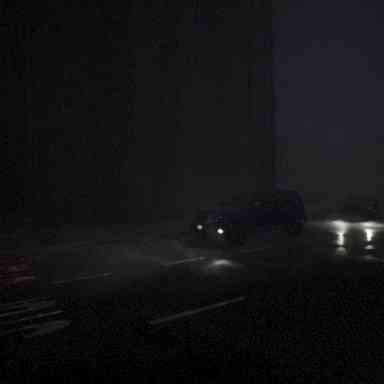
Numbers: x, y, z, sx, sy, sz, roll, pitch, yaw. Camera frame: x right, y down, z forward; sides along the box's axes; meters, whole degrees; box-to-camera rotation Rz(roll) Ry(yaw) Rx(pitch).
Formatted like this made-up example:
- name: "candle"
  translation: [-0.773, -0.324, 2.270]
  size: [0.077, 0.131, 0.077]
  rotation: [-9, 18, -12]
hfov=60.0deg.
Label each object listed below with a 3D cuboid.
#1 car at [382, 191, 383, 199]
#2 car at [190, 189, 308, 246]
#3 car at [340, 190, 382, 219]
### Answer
- name: "car"
  translation: [22.881, 0.371, 42.170]
  size: [1.994, 1.385, 4.181]
  rotation: [-1, 1, -9]
- name: "car"
  translation: [2.561, 0.926, 14.170]
  size: [5.566, 2.045, 2.150]
  rotation: [-1, 1, -35]
- name: "car"
  translation: [11.291, 0.863, 22.325]
  size: [1.882, 1.535, 5.008]
  rotation: [0, 1, 34]
